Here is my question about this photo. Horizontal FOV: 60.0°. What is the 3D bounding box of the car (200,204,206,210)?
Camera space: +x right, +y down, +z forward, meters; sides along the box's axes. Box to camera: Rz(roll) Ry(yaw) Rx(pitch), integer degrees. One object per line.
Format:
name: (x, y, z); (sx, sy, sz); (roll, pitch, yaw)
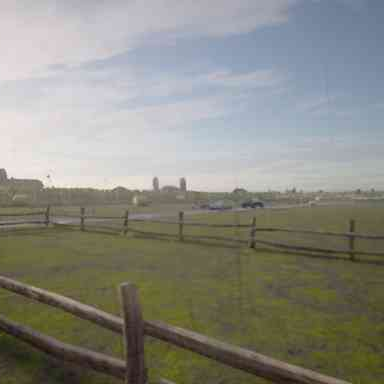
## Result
car: (3.277, 2.219, 52.845); (1.895, 1.301, 4.718); (-1, -1, 35)

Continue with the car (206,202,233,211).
car: (4.507, 2.112, 49.678); (1.994, 1.385, 4.181); (-1, -2, 36)

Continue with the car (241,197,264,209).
car: (10.671, 1.919, 58.601); (2.150, 2.045, 5.566); (-1, -1, 35)
